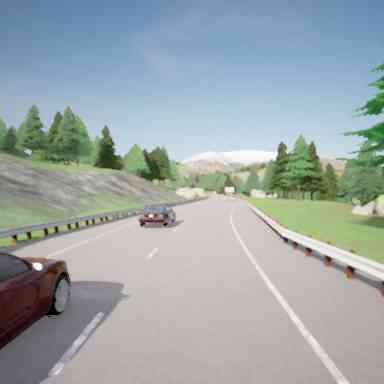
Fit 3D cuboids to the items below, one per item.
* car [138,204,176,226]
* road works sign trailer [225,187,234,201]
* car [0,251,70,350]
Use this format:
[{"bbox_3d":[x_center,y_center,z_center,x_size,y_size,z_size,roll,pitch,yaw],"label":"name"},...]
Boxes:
[{"bbox_3d":[-2.330,1.541,23.246,2.033,1.411,5.357,0,0,5],"label":"car"},{"bbox_3d":[9.837,0.468,86.971,2.380,3.560,2.880,0,0,7],"label":"road works sign trailer"},{"bbox_3d":[-3.342,1.472,4.497,1.882,1.535,5.008,0,0,2],"label":"car"}]
